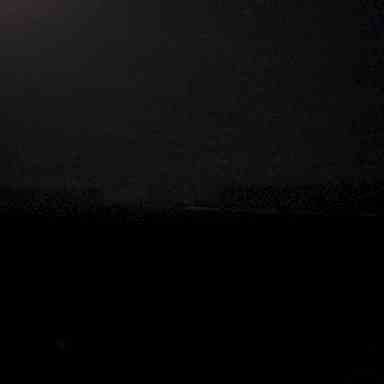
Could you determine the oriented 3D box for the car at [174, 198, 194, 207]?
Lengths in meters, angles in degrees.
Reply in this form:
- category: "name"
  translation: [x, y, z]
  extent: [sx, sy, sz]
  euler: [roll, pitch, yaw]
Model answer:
- category: "car"
  translation: [-1.525, 1.970, 62.096]
  extent: [2.097, 1.767, 4.553]
  euler: [0, -1, -35]
